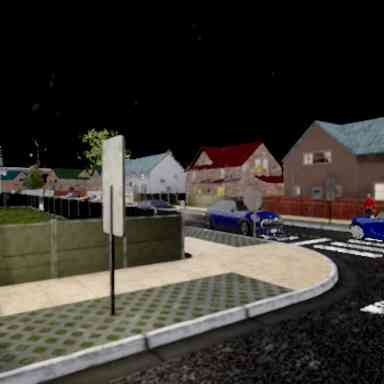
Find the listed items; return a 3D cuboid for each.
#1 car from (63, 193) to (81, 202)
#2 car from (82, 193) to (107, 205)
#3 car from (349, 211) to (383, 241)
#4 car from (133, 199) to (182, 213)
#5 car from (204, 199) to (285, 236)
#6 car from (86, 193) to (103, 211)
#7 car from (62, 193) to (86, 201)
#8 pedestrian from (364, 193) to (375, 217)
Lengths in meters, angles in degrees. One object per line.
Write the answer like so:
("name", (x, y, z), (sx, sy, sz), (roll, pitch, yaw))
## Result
("car", (-20.517, 0.856, 56.750), (1.812, 1.442, 4.674), (0, 1, -33))
("car", (-13.731, 0.940, 46.759), (1.882, 1.535, 5.008), (0, 1, -34))
("car", (8.361, 1.363, 13.037), (1.882, 1.535, 5.008), (1, 0, -11))
("car", (-2.809, 1.279, 25.379), (2.033, 1.411, 5.357), (0, 1, -34))
("car", (2.591, 1.184, 17.270), (2.097, 1.767, 4.553), (0, 1, -32))
("car", (-8.801, 1.111, 34.230), (2.128, 1.511, 4.902), (0, 1, -34))
("car", (-16.518, 1.035, 45.739), (1.994, 1.385, 4.181), (0, 1, -34))
("pedestrian", (9.435, 0.973, 17.757), (0.375, 1.860, 0.375), (0, 0, -34))
